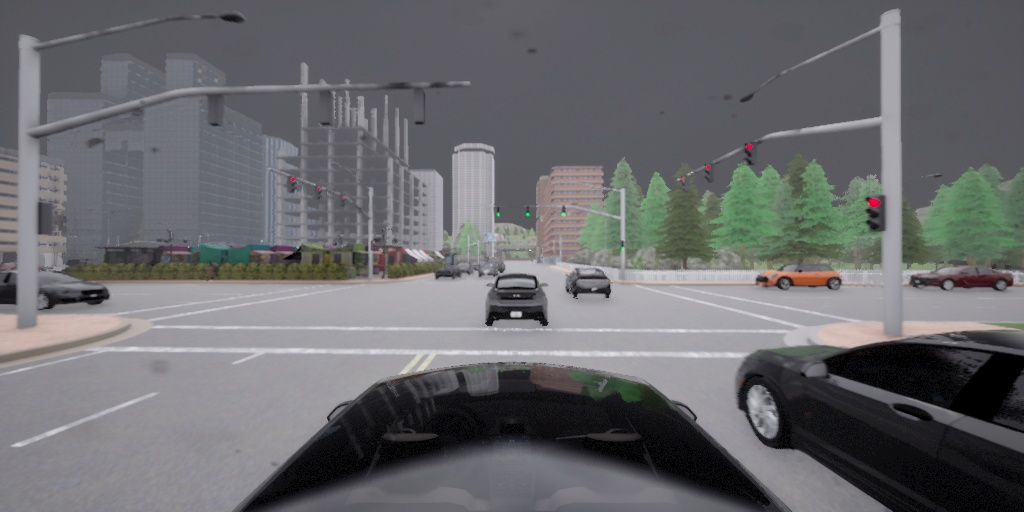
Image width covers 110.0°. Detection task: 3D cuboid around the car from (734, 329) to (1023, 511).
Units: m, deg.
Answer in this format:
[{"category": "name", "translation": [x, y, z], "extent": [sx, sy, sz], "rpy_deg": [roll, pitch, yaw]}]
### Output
[{"category": "car", "translation": [3.542, 1.258, 2.337], "extent": [1.837, 1.490, 4.892], "rpy_deg": [0, -1, 1]}]

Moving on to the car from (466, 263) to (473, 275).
[{"category": "car", "translation": [-5.910, 1.576, 44.883], "extent": [1.837, 1.490, 4.892], "rpy_deg": [0, 0, 2]}]

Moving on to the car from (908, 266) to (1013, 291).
[{"category": "car", "translation": [28.591, 1.381, 22.962], "extent": [5.008, 1.535, 1.882], "rpy_deg": [0, 0, 3]}]

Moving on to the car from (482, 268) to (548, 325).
[{"category": "car", "translation": [0.177, 1.335, 12.184], "extent": [1.837, 1.490, 4.892], "rpy_deg": [0, 0, 1]}]

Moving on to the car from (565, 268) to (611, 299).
[{"category": "car", "translation": [3.961, 1.370, 19.159], "extent": [2.128, 1.511, 4.902], "rpy_deg": [0, 0, 3]}]

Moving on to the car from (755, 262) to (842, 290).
[{"category": "car", "translation": [18.597, 1.261, 23.480], "extent": [4.553, 1.767, 2.097], "rpy_deg": [0, 0, 3]}]

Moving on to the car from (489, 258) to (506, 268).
[{"category": "car", "translation": [-2.295, 1.322, 48.973], "extent": [2.150, 2.045, 5.566], "rpy_deg": [0, 0, 2]}]

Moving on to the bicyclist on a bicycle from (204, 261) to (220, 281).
[{"category": "bicyclist on a bicycle", "translation": [-24.572, 1.220, 29.405], "extent": [0.582, 1.620, 1.656], "rpy_deg": [0, 5, 3]}]

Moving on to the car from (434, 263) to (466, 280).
[{"category": "car", "translation": [-6.220, 1.603, 35.598], "extent": [1.895, 1.301, 4.718], "rpy_deg": [0, 0, 4]}]

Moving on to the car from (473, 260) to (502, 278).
[{"category": "car", "translation": [-2.564, 1.519, 39.113], "extent": [2.128, 1.511, 4.902], "rpy_deg": [0, 0, 1]}]

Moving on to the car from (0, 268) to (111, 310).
[{"category": "car", "translation": [-19.416, 1.354, 14.691], "extent": [4.892, 1.490, 1.837], "rpy_deg": [0, 0, 3]}]

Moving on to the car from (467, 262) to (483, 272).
[{"category": "car", "translation": [-5.624, 1.708, 54.793], "extent": [1.994, 1.385, 4.181], "rpy_deg": [0, 0, 1]}]
